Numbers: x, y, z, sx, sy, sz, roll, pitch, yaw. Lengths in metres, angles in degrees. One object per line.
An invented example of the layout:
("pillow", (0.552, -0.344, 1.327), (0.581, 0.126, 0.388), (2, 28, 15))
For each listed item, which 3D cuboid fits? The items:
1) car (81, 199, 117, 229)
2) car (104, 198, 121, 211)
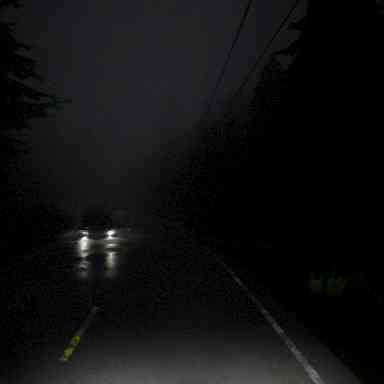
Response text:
("car", (-6.287, 1.491, 22.262), (1.882, 1.535, 5.008), (0, 0, -15))
("car", (-10.262, 1.514, 41.150), (2.128, 1.511, 4.902), (0, 0, -29))
